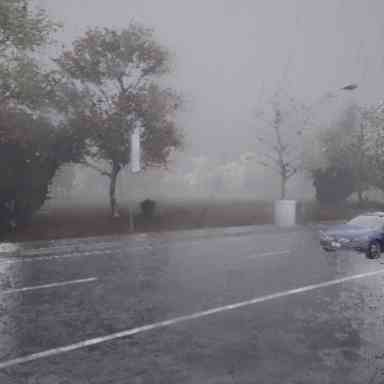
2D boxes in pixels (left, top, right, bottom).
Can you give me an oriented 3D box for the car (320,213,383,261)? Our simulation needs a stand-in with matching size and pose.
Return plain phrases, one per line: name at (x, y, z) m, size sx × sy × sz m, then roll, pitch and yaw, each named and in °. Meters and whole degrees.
car at (6.852, 1.510, 12.328) m, size 4.674 × 1.442 × 1.812 m, roll 0°, pitch 0°, yaw -30°
